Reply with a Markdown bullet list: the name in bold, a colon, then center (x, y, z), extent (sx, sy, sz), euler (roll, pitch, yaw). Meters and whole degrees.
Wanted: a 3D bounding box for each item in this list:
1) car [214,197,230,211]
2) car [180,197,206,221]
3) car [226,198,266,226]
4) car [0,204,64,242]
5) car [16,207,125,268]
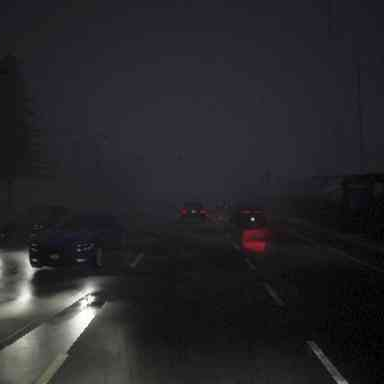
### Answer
- **car**: center (3.590, 1.271, 36.791), extent (1.812, 1.442, 4.674), euler (0, 0, 0)
- **car**: center (0.095, 1.372, 25.224), extent (2.033, 1.411, 5.357), euler (0, 0, 0)
- **car**: center (3.598, 1.351, 22.091), extent (1.837, 1.490, 4.892), euler (0, 0, 0)
- **car**: center (-7.081, 1.367, 15.871), extent (1.882, 1.535, 5.008), euler (0, 0, 0)
- **car**: center (-3.564, 1.400, 11.151), extent (1.882, 1.535, 5.008), euler (0, 0, 0)
